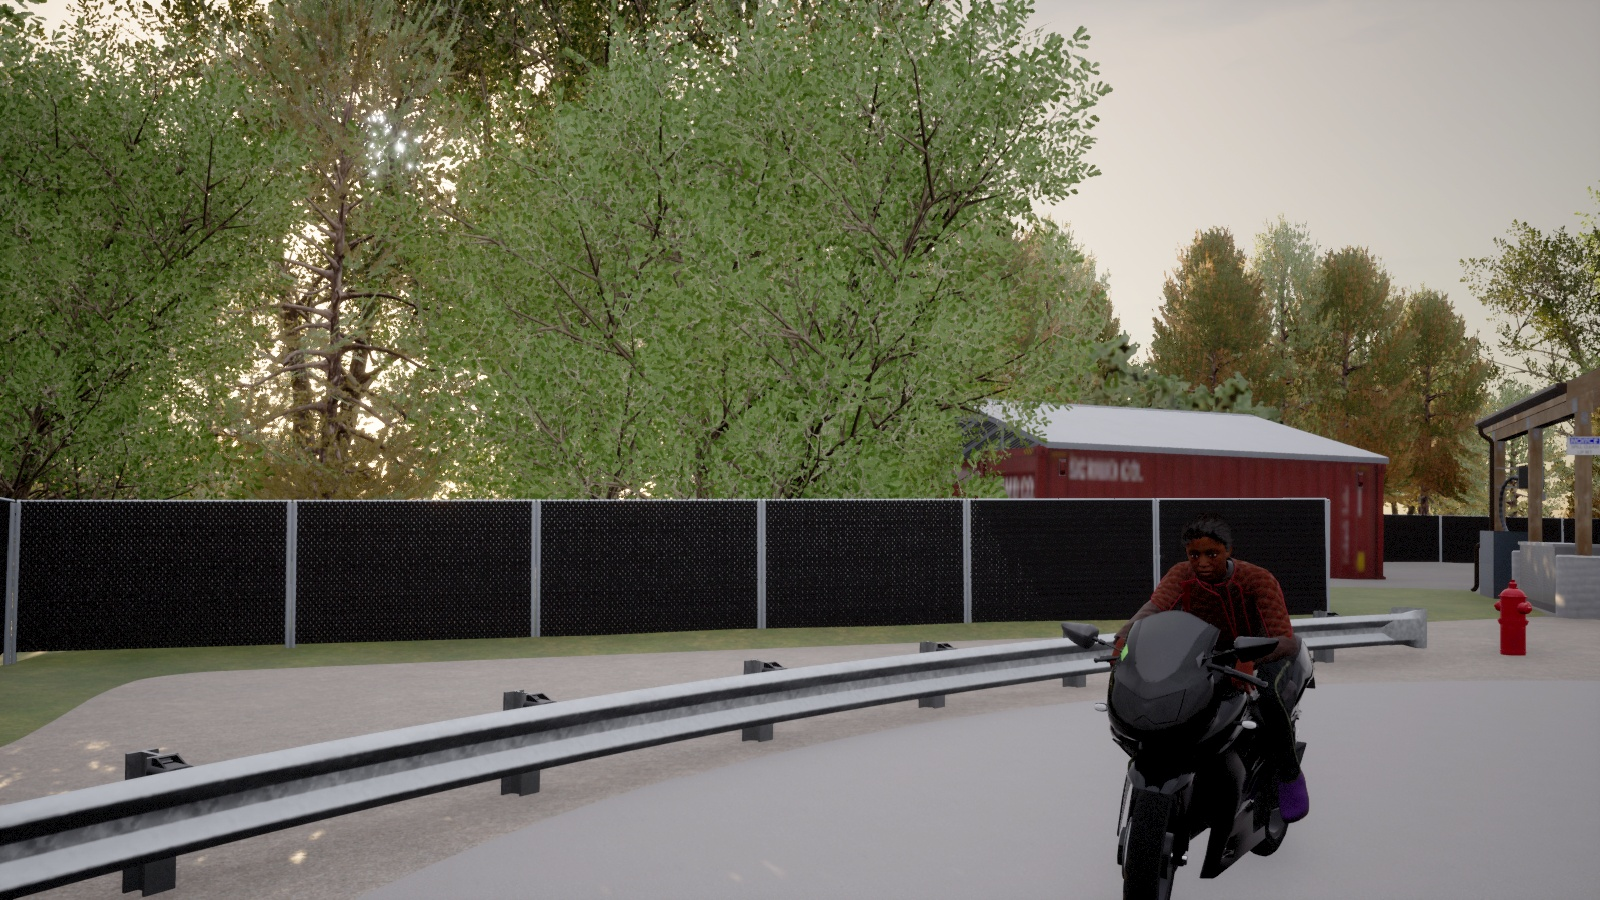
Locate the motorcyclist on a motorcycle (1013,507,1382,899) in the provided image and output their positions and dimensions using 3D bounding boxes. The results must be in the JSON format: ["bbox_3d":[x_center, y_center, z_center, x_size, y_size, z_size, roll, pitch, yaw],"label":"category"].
[{"bbox_3d":[1.676,0.996,5.020,0.797,1.523,2.044,-1,-3,36],"label":"motorcyclist on a motorcycle"}]
